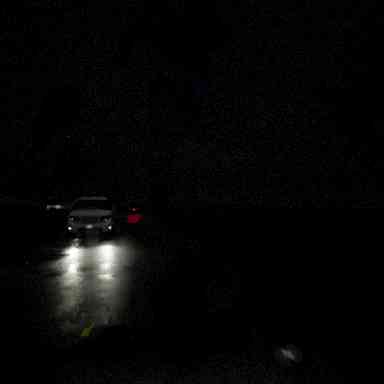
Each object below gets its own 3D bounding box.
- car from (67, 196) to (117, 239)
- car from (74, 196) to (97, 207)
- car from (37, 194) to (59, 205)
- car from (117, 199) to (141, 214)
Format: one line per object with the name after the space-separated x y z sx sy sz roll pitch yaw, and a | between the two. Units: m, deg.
-5.388 1.260 18.222 2.150 2.045 5.566 0 0 -13 | car
-16.712 1.376 51.820 1.882 1.535 5.008 1 0 -36 | car
-23.534 1.373 55.003 1.895 1.301 4.718 1 0 -39 | car
-6.918 1.526 36.238 1.837 1.490 4.892 0 0 -24 | car
